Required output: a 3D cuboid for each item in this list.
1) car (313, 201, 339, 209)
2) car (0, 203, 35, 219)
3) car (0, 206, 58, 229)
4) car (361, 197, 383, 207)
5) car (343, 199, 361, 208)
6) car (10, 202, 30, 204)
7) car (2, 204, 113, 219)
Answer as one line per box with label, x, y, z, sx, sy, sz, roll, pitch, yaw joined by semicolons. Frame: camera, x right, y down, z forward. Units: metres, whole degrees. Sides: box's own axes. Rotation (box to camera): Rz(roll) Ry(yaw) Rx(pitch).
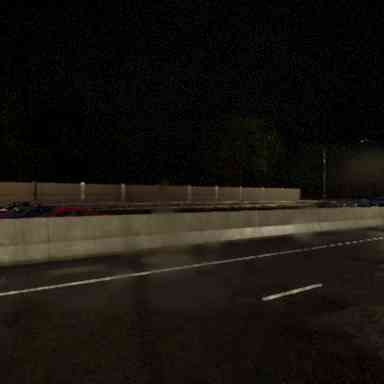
car;19.199;1.977;47.736;4.181;1.385;1.994;1;0;-35
car;-8.875;1.562;19.156;4.674;1.442;1.812;1;0;-35
car;-11.457;1.632;21.614;4.718;1.301;1.895;1;0;-35
car;24.851;1.654;43.165;5.566;2.045;2.150;1;0;-35
car;22.964;1.786;46.116;4.553;1.767;2.097;1;0;-35
car;-13.099;1.539;24.742;4.892;1.490;1.837;0;0;-36
car;-6.394;1.519;16.627;5.008;1.535;1.882;1;0;-35
